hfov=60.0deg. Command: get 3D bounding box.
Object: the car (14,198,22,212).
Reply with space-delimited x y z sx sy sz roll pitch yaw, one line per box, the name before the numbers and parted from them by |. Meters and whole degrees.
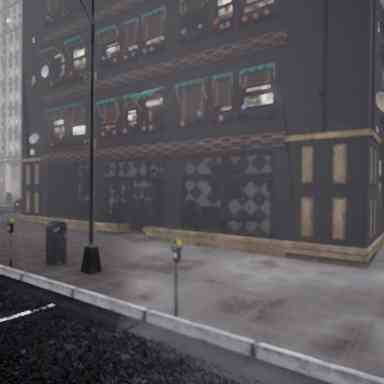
car | -11.422 0.892 25.734 1.947 1.339 4.313 2 2 35
